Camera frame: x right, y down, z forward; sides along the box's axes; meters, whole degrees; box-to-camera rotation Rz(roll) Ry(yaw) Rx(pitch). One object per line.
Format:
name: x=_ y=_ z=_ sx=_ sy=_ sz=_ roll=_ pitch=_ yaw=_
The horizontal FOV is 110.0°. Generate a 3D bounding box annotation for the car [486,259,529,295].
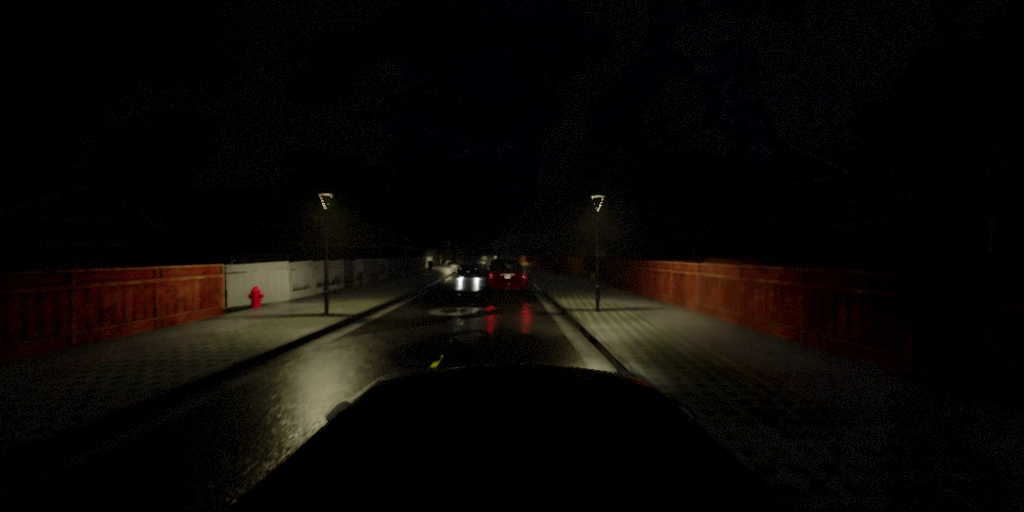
car: x=-0.277 y=1.004 z=19.053 sx=2.097 sy=1.767 sz=4.553 roll=0 pitch=0 yaw=-2

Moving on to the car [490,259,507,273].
car: x=-1.629 y=1.058 z=41.228 sx=1.812 sy=1.442 sz=4.674 roll=0 pitch=0 yaw=-5

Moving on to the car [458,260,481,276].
car: x=-4.003 y=1.102 z=33.783 sx=1.812 sy=1.442 sz=4.674 roll=0 pitch=0 yaw=-4
